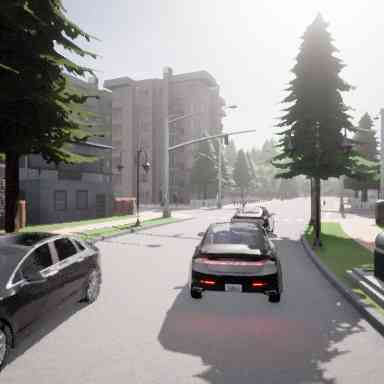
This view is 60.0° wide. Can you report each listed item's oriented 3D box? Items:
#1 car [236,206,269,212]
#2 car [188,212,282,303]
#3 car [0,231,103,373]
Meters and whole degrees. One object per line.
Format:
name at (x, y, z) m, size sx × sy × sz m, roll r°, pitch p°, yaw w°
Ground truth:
car at (3.227, 1.491, 17.422) m, size 2.128 × 1.511 × 4.902 m, roll 0°, pitch 0°, yaw 18°
car at (1.103, 1.492, 8.314) m, size 2.128 × 1.511 × 4.902 m, roll 0°, pitch 0°, yaw 9°
car at (-3.064, 1.505, 5.475) m, size 1.837 × 1.490 × 4.892 m, roll 0°, pitch 0°, yaw 7°
